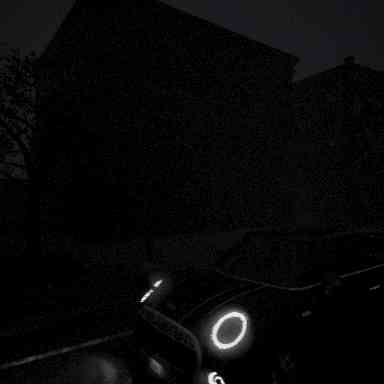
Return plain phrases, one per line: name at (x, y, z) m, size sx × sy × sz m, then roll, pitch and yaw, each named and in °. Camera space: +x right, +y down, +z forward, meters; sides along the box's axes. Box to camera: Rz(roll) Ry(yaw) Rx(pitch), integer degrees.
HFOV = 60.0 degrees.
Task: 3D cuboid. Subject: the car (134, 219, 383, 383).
car at (1.444, 1.351, 4.988) m, size 4.553 × 1.767 × 2.097 m, roll 0°, pitch 0°, yaw -35°
